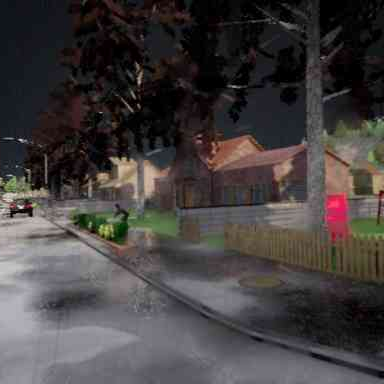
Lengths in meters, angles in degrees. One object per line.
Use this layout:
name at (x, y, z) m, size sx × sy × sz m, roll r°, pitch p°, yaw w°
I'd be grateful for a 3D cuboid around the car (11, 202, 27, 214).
car at (-24.045, 2.187, 46.242) m, size 1.812 × 1.442 × 4.674 m, roll -2°, pitch 0°, yaw -29°

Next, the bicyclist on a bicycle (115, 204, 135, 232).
bicyclist on a bicycle at (-3.915, 1.454, 18.270) m, size 1.656 × 1.620 × 0.582 m, roll -2°, pitch 0°, yaw -29°

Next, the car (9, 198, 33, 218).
car at (-18.996, 1.743, 37.045) m, size 2.150 × 2.045 × 5.566 m, roll -2°, pitch 0°, yaw -28°
